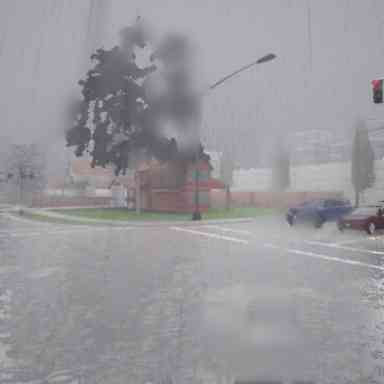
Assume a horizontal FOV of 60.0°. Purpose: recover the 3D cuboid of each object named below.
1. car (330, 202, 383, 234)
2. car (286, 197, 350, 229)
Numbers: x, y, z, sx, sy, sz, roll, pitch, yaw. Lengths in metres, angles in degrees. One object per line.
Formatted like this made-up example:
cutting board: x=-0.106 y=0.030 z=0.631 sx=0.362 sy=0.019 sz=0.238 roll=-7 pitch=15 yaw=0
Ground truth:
car: x=10.871 y=1.601 z=20.287 sx=5.008 sy=1.535 sz=1.882 roll=0 pitch=0 yaw=-35
car: x=9.020 y=1.348 z=23.255 sx=5.566 sy=2.045 sz=2.150 roll=0 pitch=0 yaw=-35
